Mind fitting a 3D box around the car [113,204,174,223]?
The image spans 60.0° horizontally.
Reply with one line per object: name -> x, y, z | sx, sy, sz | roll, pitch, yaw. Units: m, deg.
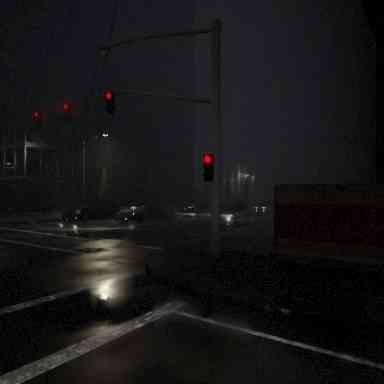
car -> -3.525, 1.656, 26.016 | 1.895, 1.301, 4.718 | 0, 0, 36

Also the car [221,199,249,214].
car -> 4.604, 1.534, 37.359 | 1.882, 1.535, 5.008 | 0, 1, 36

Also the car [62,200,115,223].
car -> -7.789, 1.407, 26.068 | 2.097, 1.767, 4.553 | 0, 0, 36

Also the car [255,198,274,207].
car -> 12.040, 1.634, 53.594 | 2.033, 1.411, 5.357 | 0, 0, 36

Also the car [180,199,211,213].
car -> 0.596, 1.559, 37.777 | 1.837, 1.490, 4.892 | 0, 0, 36
